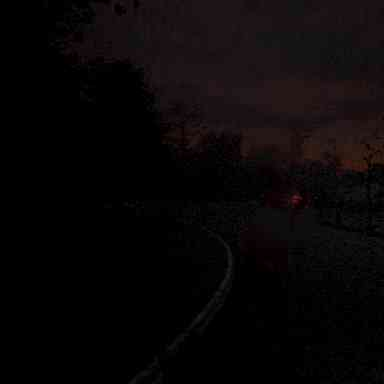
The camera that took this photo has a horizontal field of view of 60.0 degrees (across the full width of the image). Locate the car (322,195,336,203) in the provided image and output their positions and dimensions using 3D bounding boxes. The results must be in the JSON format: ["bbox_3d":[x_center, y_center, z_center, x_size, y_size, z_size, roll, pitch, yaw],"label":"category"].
[{"bbox_3d":[27.948,1.430,67.831,1.812,1.442,4.674,2,0,33],"label":"car"}]

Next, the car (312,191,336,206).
[{"bbox_3d":[18.317,0.939,47.020,2.150,2.045,5.566,2,0,34],"label":"car"}]

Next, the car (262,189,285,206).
[{"bbox_3d":[10.173,0.668,39.977,2.150,2.045,5.566,2,0,30],"label":"car"}]

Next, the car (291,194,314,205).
[{"bbox_3d":[16.996,1.174,51.120,2.128,1.511,4.902,2,0,34],"label":"car"}]

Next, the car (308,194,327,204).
[{"bbox_3d":[22.507,1.232,59.559,2.097,1.767,4.553,2,0,33],"label":"car"}]

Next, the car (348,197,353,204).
[{"bbox_3d":[30.904,1.610,66.417,1.895,1.301,4.718,2,0,33],"label":"car"}]

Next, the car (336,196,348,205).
[{"bbox_3d":[25.223,1.488,57.783,1.812,1.442,4.674,2,0,33],"label":"car"}]

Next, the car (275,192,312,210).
[{"bbox_3d":[10.313,1.016,33.460,2.033,1.411,5.357,2,0,28],"label":"car"}]
